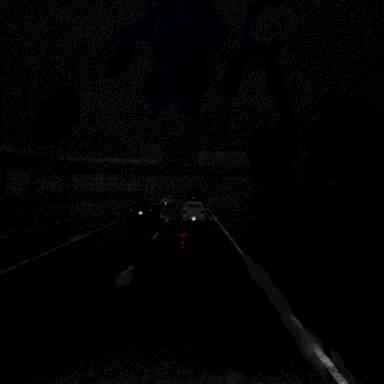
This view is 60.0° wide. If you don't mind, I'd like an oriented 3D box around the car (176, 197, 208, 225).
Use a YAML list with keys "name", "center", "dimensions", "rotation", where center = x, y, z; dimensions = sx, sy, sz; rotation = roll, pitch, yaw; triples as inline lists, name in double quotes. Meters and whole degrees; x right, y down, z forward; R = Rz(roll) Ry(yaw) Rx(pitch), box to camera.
- name: "car"
  center: [0.107, 1.321, 21.990]
  dimensions: [1.812, 1.442, 4.674]
  rotation: [0, 1, 0]

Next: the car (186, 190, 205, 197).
- name: "car"
  center: [0.386, 0.787, 42.974]
  dimensions: [2.150, 2.045, 5.566]
  rotation: [0, 1, 4]

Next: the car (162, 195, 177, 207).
- name: "car"
  center: [-3.058, 1.094, 43.045]
  dimensions: [1.812, 1.442, 4.674]
  rotation: [0, 1, 4]

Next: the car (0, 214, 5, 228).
- name: "car"
  center: [-10.495, 1.419, 14.634]
  dimensions: [2.033, 1.411, 5.357]
  rotation: [0, 1, 0]

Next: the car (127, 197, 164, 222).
- name: "car"
  center: [-3.392, 1.340, 23.980]
  dimensions: [1.994, 1.385, 4.181]
  rotation: [0, 1, 0]
